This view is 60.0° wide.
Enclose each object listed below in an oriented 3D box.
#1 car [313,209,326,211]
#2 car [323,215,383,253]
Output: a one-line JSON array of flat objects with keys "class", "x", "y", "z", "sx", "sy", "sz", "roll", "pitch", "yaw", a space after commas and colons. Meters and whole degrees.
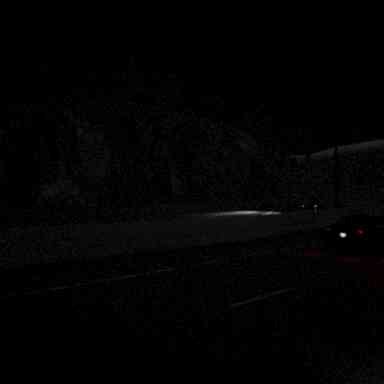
[{"class": "car", "x": 15.910, "y": 1.744, "z": 42.902, "sx": 2.097, "sy": 1.767, "sz": 4.553, "roll": 0, "pitch": -1, "yaw": 41}, {"class": "car", "x": 7.549, "y": 1.699, "z": 14.613, "sx": 4.181, "sy": 1.385, "sz": 1.994, "roll": 0, "pitch": -1, "yaw": -41}]
